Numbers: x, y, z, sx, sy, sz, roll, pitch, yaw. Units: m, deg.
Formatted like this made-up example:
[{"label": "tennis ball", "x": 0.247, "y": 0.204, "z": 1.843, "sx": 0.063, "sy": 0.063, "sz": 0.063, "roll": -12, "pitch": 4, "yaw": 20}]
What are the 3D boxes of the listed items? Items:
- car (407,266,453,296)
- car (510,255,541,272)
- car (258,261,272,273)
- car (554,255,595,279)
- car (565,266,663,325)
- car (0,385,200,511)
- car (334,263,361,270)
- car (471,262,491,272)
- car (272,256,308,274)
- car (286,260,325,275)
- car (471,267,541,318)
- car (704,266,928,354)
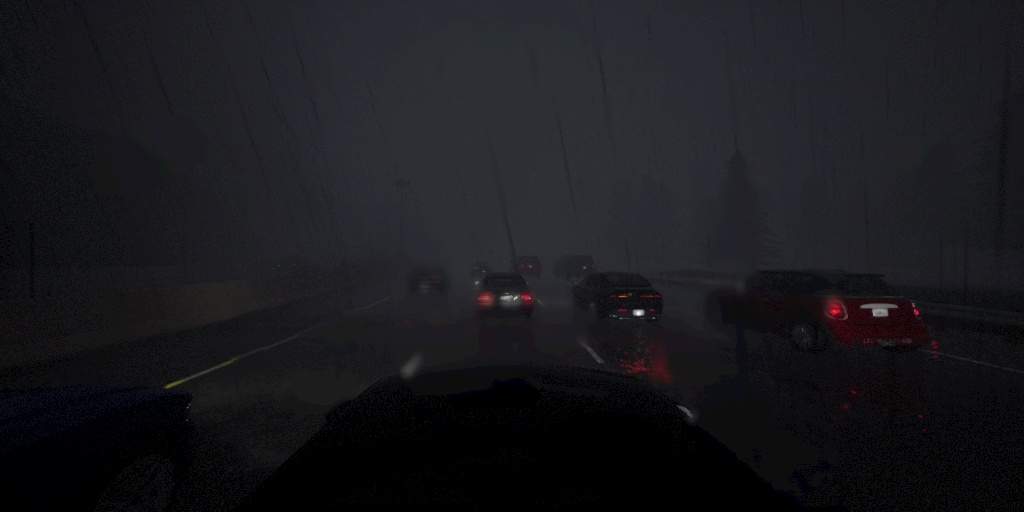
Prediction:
[{"label": "car", "x": -4.319, "y": 1.251, "z": 19.253, "sx": 2.128, "sy": 1.511, "sz": 4.902, "roll": 0, "pitch": 0, "yaw": -5}, {"label": "car", "x": 1.129, "y": 0.971, "z": 32.523, "sx": 2.150, "sy": 2.045, "sz": 5.566, "roll": 0, "pitch": 0, "yaw": -8}, {"label": "car", "x": -30.138, "y": 1.316, "z": 45.301, "sx": 1.837, "sy": 1.490, "sz": 4.892, "roll": 0, "pitch": 0, "yaw": -14}, {"label": "car", "x": 5.097, "y": 0.963, "z": 29.548, "sx": 2.150, "sy": 2.045, "sz": 5.566, "roll": 0, "pitch": 0, "yaw": -8}, {"label": "car", "x": 3.231, "y": 1.249, "z": 11.887, "sx": 1.837, "sy": 1.490, "sz": 4.892, "roll": 0, "pitch": 0, "yaw": -3}, {"label": "car", "x": -3.459, "y": 1.234, "z": 0.815, "sx": 1.882, "sy": 1.535, "sz": 5.008, "roll": 0, "pitch": 0, "yaw": 0}, {"label": "car", "x": -18.043, "y": 1.387, "z": 39.378, "sx": 1.895, "sy": 1.301, "sz": 4.718, "roll": 0, "pitch": 0, "yaw": -12}, {"label": "car", "x": -3.089, "y": 1.283, "z": 36.427, "sx": 1.812, "sy": 1.442, "sz": 4.674, "roll": 0, "pitch": 0, "yaw": -10}, {"label": "car", "x": -25.925, "y": 1.026, "z": 42.760, "sx": 2.150, "sy": 2.045, "sz": 5.566, "roll": 0, "pitch": 0, "yaw": -13}, {"label": "car", "x": -21.182, "y": 1.393, "z": 37.238, "sx": 1.895, "sy": 1.301, "sz": 4.718, "roll": 0, "pitch": 0, "yaw": -11}, {"label": "car", "x": -0.305, "y": 1.299, "z": 13.013, "sx": 2.033, "sy": 1.411, "sz": 5.357, "roll": 0, "pitch": 0, "yaw": -3}, {"label": "car", "x": 6.858, "y": 1.089, "z": 8.885, "sx": 2.097, "sy": 1.767, "sz": 4.553, "roll": 0, "pitch": 0, "yaw": -2}]
